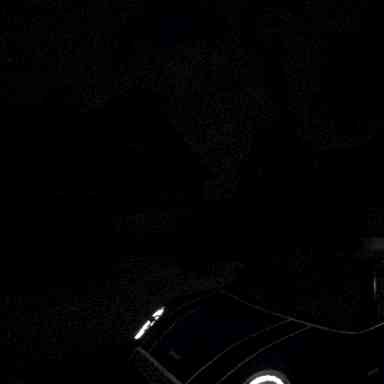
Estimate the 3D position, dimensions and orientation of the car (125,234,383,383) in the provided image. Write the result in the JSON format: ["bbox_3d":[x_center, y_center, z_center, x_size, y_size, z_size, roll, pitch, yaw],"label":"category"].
[{"bbox_3d":[1.568,1.368,3.818,4.553,1.767,2.097,0,0,-34],"label":"car"}]
